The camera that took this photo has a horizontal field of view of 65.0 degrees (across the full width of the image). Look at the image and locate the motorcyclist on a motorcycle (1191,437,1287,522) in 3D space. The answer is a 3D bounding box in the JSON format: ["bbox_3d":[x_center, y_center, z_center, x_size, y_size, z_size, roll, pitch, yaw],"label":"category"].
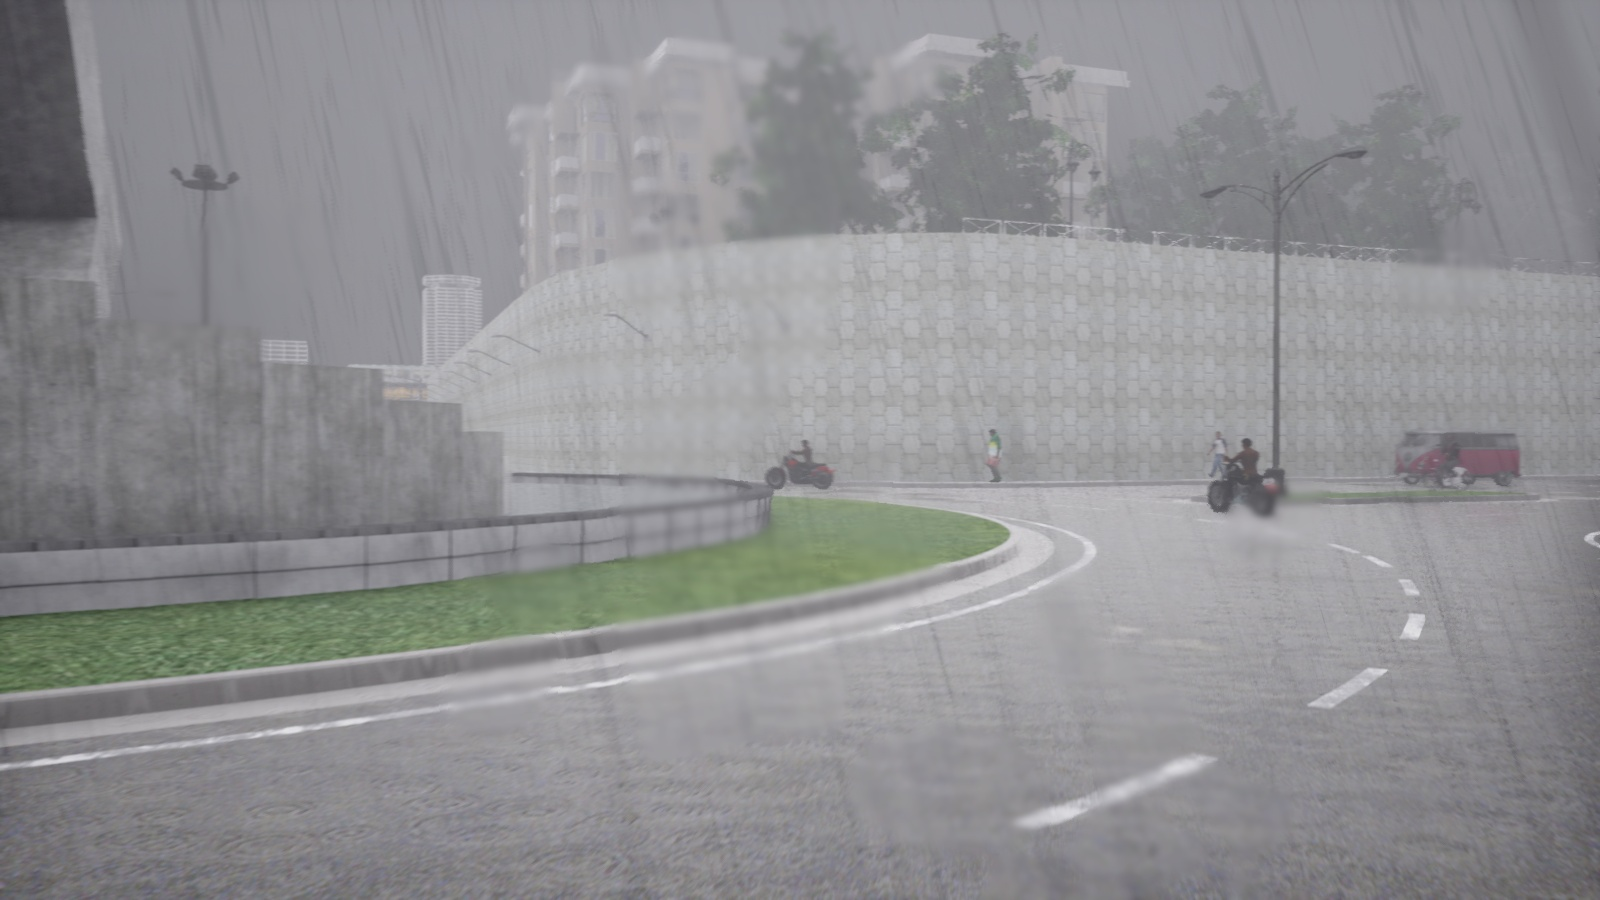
[{"bbox_3d":[8.984,0.572,25.821,0.766,1.649,2.350,0,0,-11],"label":"motorcyclist on a motorcycle"}]

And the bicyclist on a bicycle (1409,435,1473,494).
[{"bbox_3d":[19.800,0.444,38.768,1.843,1.776,0.659,0,0,-20],"label":"bicyclist on a bicycle"}]

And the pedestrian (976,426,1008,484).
[{"bbox_3d":[6.527,0.175,42.697,0.873,1.952,0.659,0,0,-17],"label":"pedestrian"}]

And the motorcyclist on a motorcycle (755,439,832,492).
[{"bbox_3d":[-0.211,0.470,39.829,2.350,1.649,0.766,0,0,24],"label":"motorcyclist on a motorcycle"}]

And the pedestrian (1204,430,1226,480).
[{"bbox_3d":[15.240,0.176,46.072,0.706,1.836,0.354,0,0,-23],"label":"pedestrian"}]

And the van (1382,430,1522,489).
[{"bbox_3d":[22.589,0.306,43.510,4.442,1.987,1.775,0,0,-20],"label":"van"}]
